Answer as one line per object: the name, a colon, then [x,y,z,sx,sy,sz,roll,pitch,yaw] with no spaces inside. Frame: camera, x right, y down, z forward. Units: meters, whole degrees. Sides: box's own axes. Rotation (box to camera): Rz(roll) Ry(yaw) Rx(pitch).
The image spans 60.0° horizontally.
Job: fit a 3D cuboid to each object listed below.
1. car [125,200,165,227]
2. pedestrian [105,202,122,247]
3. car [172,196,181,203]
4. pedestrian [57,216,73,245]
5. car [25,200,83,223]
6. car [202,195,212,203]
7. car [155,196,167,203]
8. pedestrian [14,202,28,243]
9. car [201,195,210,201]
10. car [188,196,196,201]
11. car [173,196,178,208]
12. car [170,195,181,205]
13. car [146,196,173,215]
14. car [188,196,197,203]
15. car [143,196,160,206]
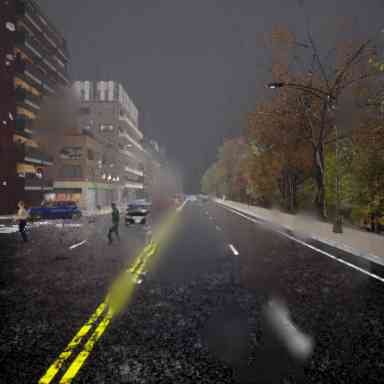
car: [-3.355,1.534,23.017,2.128,1.511,4.902,0,0,0]
pedestrian: [-3.178,1.294,13.468,0.375,1.860,0.375,0,0,0]
car: [-3.237,1.528,70.504,1.812,1.442,4.674,0,0,0]
pedestrian: [-5.360,1.574,14.068,0.375,1.300,0.375,0,0,0]
car: [-11.307,1.483,26.764,4.553,1.767,2.097,-1,-1,-35]
car: [3.264,1.605,70.241,1.895,1.301,4.718,0,0,0]
car: [-6.486,1.605,70.089,1.895,1.301,4.718,0,0,0]
pedestrian: [-7.465,1.294,14.667,0.375,1.860,0.375,0,0,0]
car: [3.266,1.473,80.211,2.033,1.411,5.357,0,0,0]
car: [0.016,1.529,80.241,1.895,1.301,4.718,0,0,0]
car: [-3.340,1.606,44.635,1.895,1.301,4.718,0,0,0]
car: [-3.324,1.364,55.987,2.097,1.767,4.553,0,0,0]
car: [-3.344,1.489,34.846,1.882,1.535,5.008,0,0,0]
car: [0.014,1.605,70.241,1.895,1.301,4.718,0,0,0]
car: [-6.576,1.502,54.824,2.128,1.511,4.902,0,0,0]
